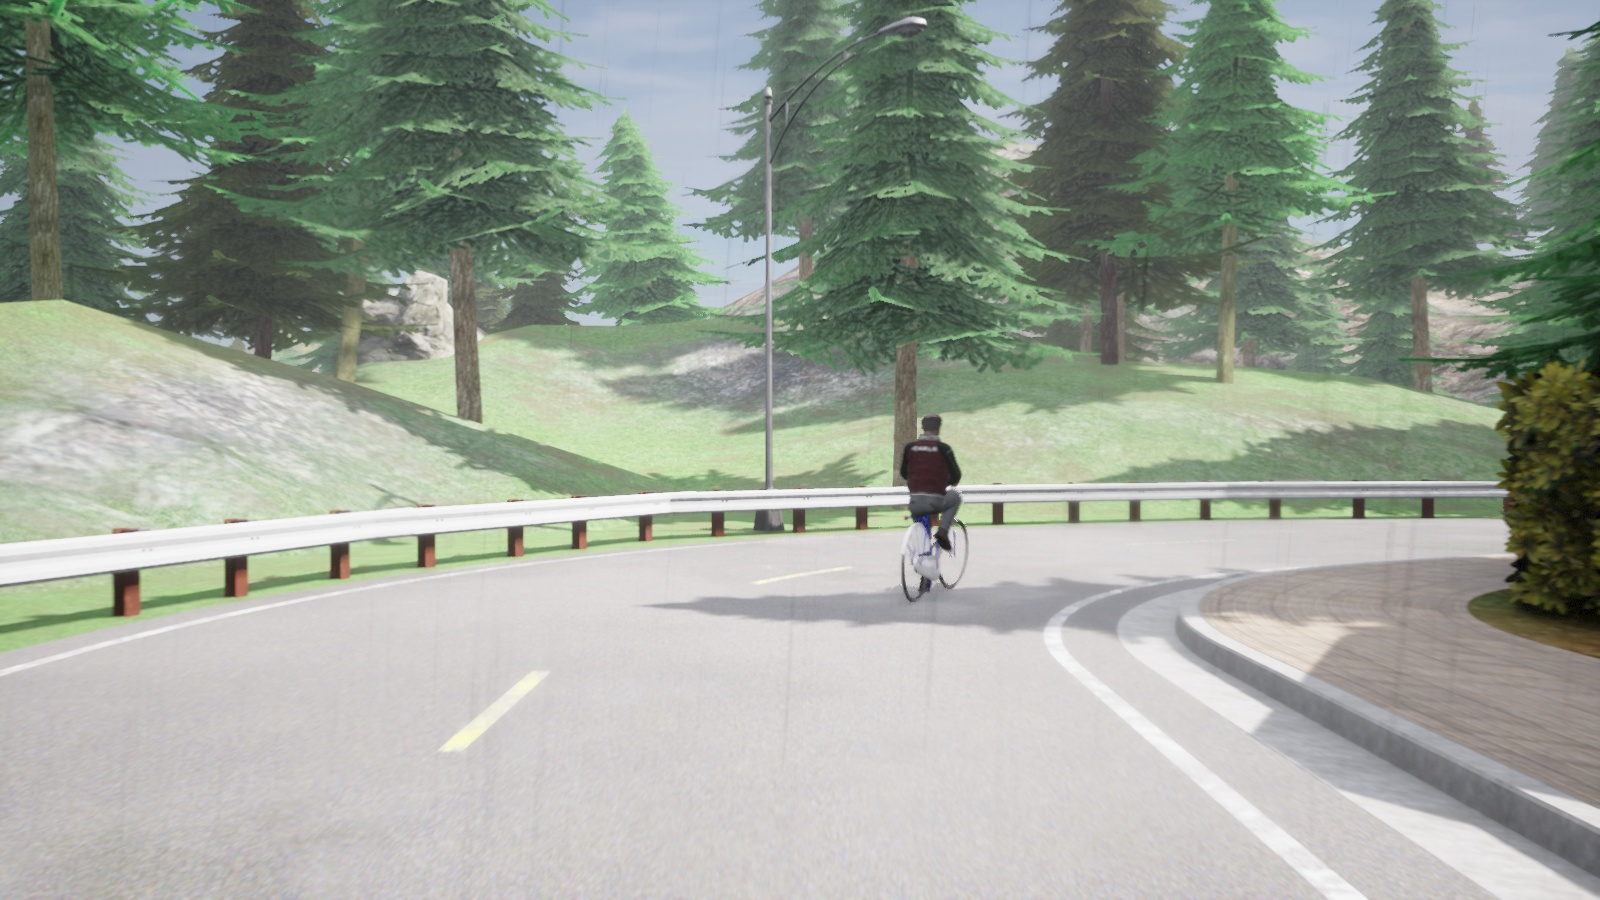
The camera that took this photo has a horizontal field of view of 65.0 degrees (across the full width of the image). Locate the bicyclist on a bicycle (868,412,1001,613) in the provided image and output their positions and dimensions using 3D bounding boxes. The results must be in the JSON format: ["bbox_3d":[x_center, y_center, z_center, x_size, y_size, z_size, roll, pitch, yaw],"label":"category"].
[{"bbox_3d":[1.329,0.540,12.068,0.659,1.776,1.843,2,1,25],"label":"bicyclist on a bicycle"}]
